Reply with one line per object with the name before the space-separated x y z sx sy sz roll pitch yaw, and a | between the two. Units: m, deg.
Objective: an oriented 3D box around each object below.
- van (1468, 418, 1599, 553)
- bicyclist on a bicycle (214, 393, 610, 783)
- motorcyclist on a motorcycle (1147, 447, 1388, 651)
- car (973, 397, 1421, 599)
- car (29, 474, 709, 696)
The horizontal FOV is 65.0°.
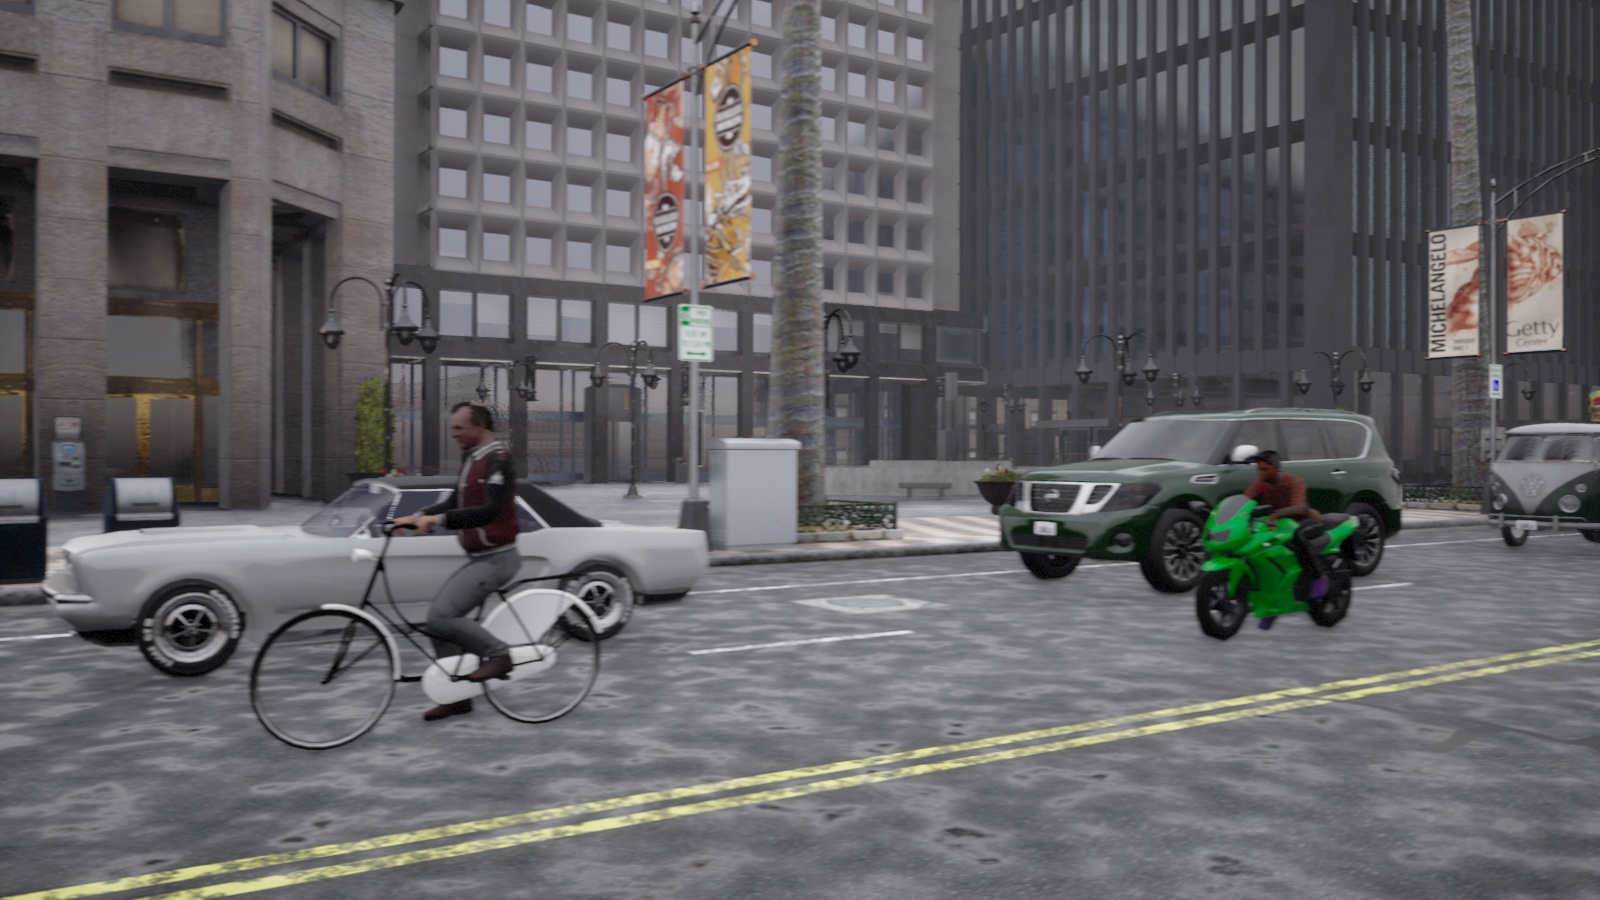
van | 12.973 0.518 20.437 4.442 1.987 1.775 0 0 -33
bicyclist on a bicycle | -1.971 0.634 6.502 1.843 1.776 0.659 0 0 -33
motorcyclist on a motorcycle | 3.857 0.742 10.305 2.044 1.523 0.797 0 0 -33
car | 4.917 0.488 15.185 5.566 2.045 2.150 0 0 -34
car | -3.248 0.874 9.829 4.718 1.301 1.895 0 0 -33
